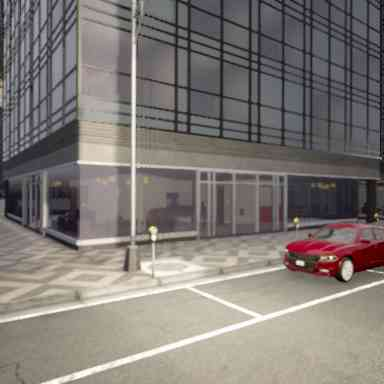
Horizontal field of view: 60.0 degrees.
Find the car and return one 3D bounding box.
[{"bbox_3d":[4.655,1.625,9.973,4.507,1.381,1.887,1,-1,-36],"label":"car"}]
